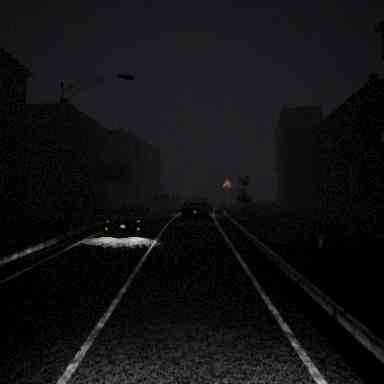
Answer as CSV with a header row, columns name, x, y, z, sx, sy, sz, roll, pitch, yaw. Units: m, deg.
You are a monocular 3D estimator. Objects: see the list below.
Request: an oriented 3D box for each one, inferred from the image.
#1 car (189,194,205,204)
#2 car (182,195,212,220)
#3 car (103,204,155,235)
name,x,y,z,sx,sy,sz,roll,pitch,yaw
car,0.989,1.199,57.567,1.882,1.535,5.008,-1,-1,11
car,0.288,1.150,24.330,1.882,1.535,5.008,0,0,2
car,-3.046,1.297,16.648,1.994,1.385,4.181,0,1,1
